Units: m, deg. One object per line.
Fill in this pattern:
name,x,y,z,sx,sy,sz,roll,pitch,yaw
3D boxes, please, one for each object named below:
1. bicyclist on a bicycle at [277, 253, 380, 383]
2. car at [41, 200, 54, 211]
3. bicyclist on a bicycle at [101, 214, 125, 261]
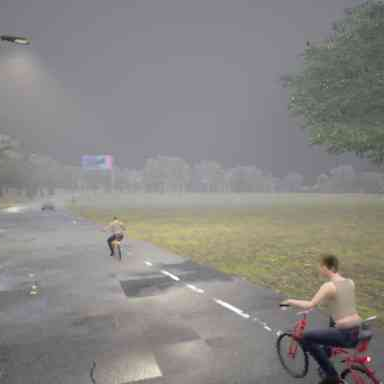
bicyclist on a bicycle,1.453,1.470,3.696,0.866,1.612,1.509,0,-1,-28
car,-22.969,2.296,52.957,1.895,1.301,4.718,0,-1,-24
bicyclist on a bicycle,-2.762,1.601,11.908,0.866,1.612,1.509,0,-2,-27
